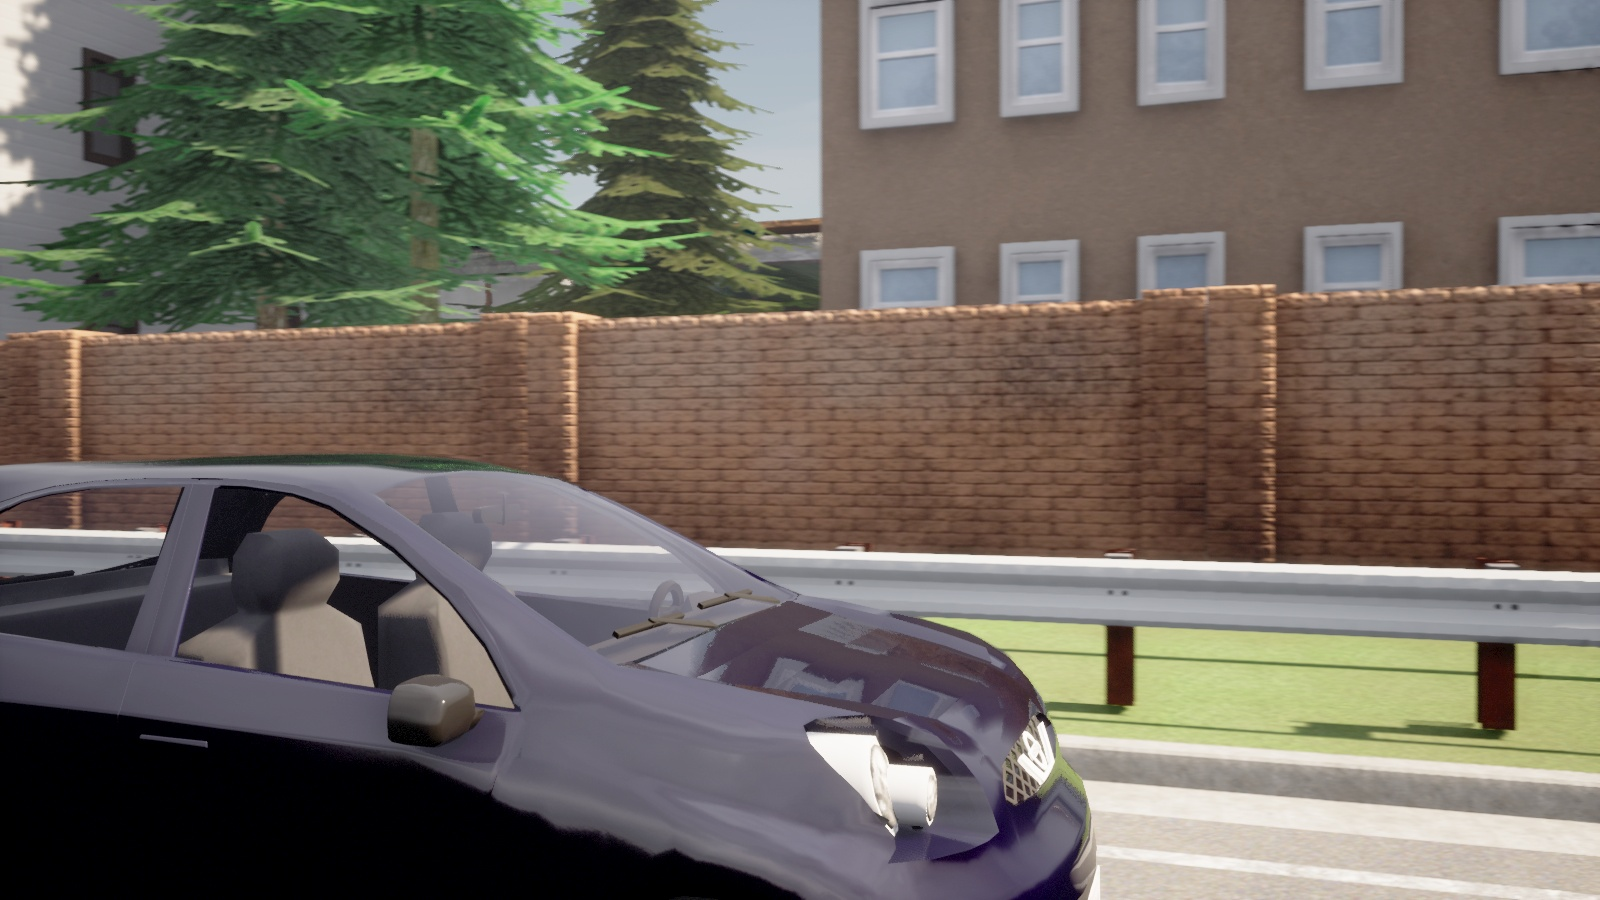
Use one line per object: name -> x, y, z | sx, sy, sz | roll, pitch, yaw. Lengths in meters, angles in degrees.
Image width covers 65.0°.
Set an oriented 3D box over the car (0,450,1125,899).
car -> -1.031, 0.780, 3.540 | 3.633, 1.501, 1.845 | 1, 1, 19
